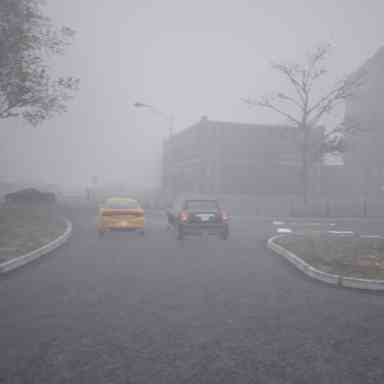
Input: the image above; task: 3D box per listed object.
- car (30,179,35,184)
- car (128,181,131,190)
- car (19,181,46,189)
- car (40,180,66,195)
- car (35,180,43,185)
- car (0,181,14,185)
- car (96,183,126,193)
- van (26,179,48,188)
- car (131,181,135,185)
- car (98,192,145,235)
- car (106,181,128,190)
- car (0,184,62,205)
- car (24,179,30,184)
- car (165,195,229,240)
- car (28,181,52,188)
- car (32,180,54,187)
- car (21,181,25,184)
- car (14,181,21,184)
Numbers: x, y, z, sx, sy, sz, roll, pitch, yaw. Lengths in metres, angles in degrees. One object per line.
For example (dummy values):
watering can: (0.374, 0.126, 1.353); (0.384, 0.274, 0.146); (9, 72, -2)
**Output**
car: (-36.400, -1.360, 69.878); (4.892, 1.521, 2.231); (1, 2, -8)
car: (-16.495, -1.095, 73.430); (4.553, 1.767, 2.185); (1, 2, -8)
car: (-37.293, -1.687, 78.096); (5.366, 1.575, 1.946); (1, 2, -8)
car: (-20.683, -0.432, 49.747); (2.097, 1.767, 4.553); (1, 2, -12)
car: (-37.137, -1.830, 75.328); (5.566, 2.045, 2.435); (1, 2, -8)
car: (-34.912, -1.078, 58.943); (4.553, 1.767, 2.185); (1, 2, -8)
car: (-14.764, -0.436, 59.774); (4.792, 1.488, 2.163); (1, 2, -8)
van: (-37.717, -2.020, 80.811); (4.442, 1.987, 1.878); (1, 2, -8)
car: (-17.580, -1.555, 81.684); (5.566, 2.045, 2.435); (1, 2, -8)
car: (-3.345, 1.011, 15.566); (1.882, 1.535, 5.008); (2, 1, -15)
car: (-15.408, -0.777, 65.163); (4.553, 1.767, 2.185); (1, 2, -8)
car: (-15.100, 0.358, 31.076); (5.008, 1.535, 1.882); (2, 1, 20)
car: (-35.997, -1.380, 67.142); (4.553, 1.767, 2.185); (1, 2, -8)
car: (0.090, 0.962, 14.976); (2.097, 1.767, 4.553); (0, 2, -12)
car: (-38.205, -1.905, 83.534); (5.008, 1.535, 2.097); (1, 2, -8)
car: (-38.588, -2.139, 86.258); (4.553, 1.767, 2.185); (1, 2, -8)
car: (-35.668, -1.113, 64.412); (4.674, 1.452, 2.002); (1, 2, -8)
car: (-35.314, -1.051, 61.679); (5.008, 1.535, 2.097); (1, 2, -8)
